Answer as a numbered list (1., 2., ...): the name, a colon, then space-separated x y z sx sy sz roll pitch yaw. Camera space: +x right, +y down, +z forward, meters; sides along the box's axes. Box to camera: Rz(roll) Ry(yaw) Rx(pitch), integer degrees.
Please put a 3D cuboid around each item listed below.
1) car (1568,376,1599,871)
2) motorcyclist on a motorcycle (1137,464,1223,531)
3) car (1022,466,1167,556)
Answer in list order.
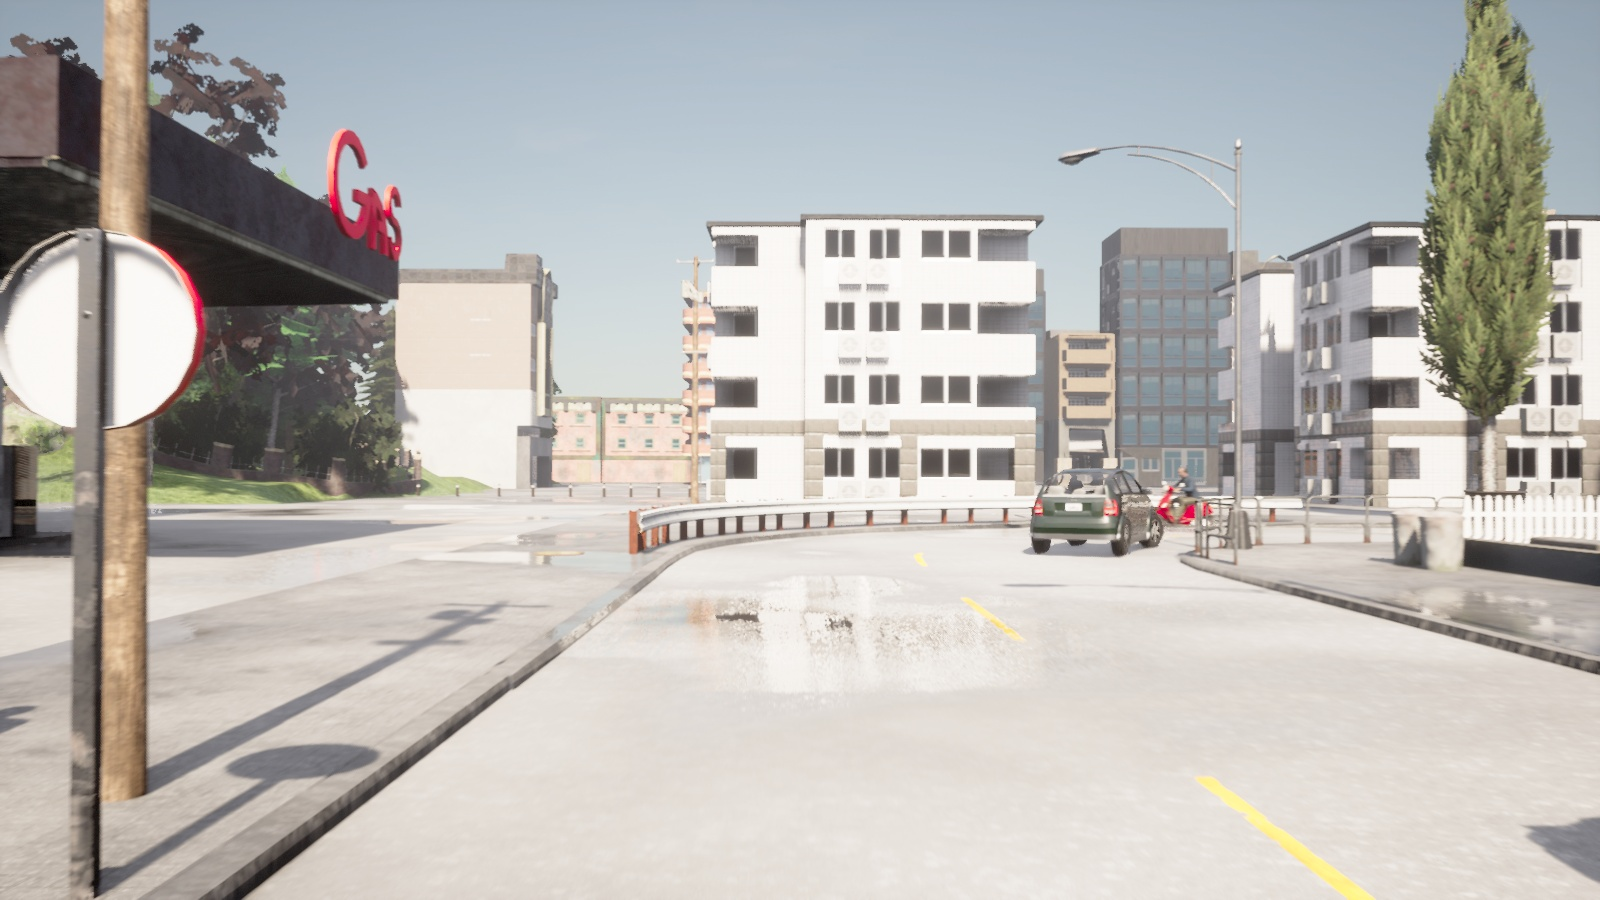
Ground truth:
1. car: 3.989 0.630 3.009 1.905 1.878 3.866 0 -1 0
2. motorcyclist on a motorcycle: 9.340 1.146 30.884 1.817 1.590 0.866 0 0 -12
3. car: 5.643 1.088 23.749 1.789 1.549 3.705 -1 -1 27
